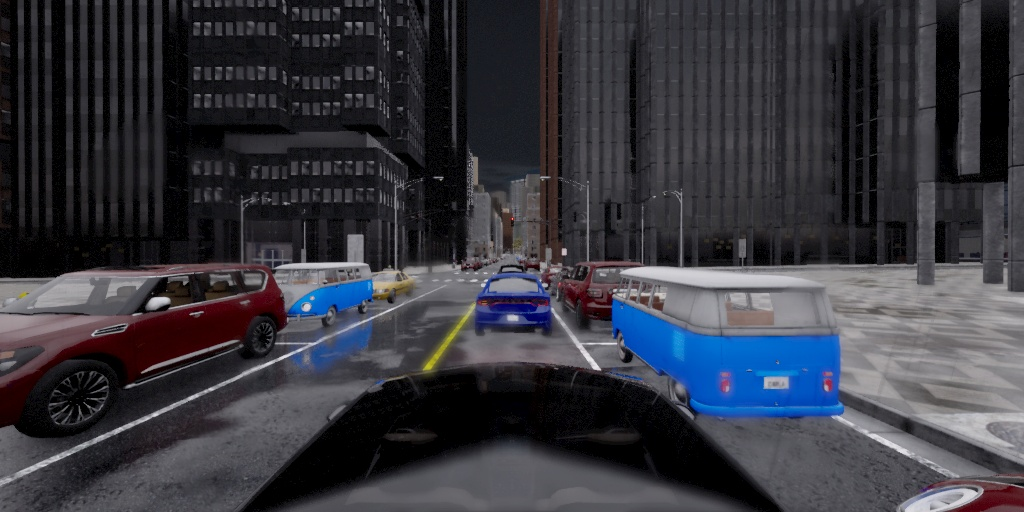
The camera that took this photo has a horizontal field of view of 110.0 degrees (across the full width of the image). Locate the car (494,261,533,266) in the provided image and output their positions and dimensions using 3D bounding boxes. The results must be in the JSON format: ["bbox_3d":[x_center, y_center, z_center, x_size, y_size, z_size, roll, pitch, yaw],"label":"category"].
[{"bbox_3d":[0.004,1.257,20.783,1.837,1.490,4.892,0,0,0],"label":"car"}]

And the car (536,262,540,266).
[{"bbox_3d":[2.766,1.297,22.174,1.888,1.381,4.507,0,0,0],"label":"car"}]

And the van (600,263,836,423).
[{"bbox_3d":[2.767,1.091,5.598,1.690,1.789,3.998,0,0,0],"label":"van"}]

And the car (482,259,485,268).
[{"bbox_3d":[-5.754,1.090,54.869,2.192,1.841,5.009,0,0,0],"label":"car"}]

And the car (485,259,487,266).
[{"bbox_3d":[-5.753,1.348,60.511,1.948,1.339,4.313,0,0,0],"label":"car"}]

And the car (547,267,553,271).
[{"bbox_3d":[2.766,1.301,16.649,2.007,1.370,4.403,0,0,0],"label":"car"}]

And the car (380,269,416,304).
[{"bbox_3d":[-5.761,1.276,16.491,1.751,1.417,4.829,0,0,0],"label":"car"}]

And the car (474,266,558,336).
[{"bbox_3d":[0.060,1.228,10.412,1.882,1.535,5.008,0,0,1],"label":"car"}]

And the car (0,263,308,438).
[{"bbox_3d":[-5.765,1.064,5.612,2.192,1.841,5.009,0,0,0],"label":"car"}]

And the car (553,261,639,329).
[{"bbox_3d":[2.767,1.065,11.123,2.192,1.841,5.009,0,0,0],"label":"car"}]

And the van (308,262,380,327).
[{"bbox_3d":[-5.763,1.091,11.137,1.690,1.789,3.998,0,0,0],"label":"van"}]

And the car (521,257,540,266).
[{"bbox_3d":[2.770,1.084,49.214,2.192,1.841,5.009,0,0,0],"label":"car"}]

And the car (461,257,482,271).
[{"bbox_3d":[-5.755,1.084,49.225,2.192,1.841,5.009,0,0,0],"label":"car"}]
